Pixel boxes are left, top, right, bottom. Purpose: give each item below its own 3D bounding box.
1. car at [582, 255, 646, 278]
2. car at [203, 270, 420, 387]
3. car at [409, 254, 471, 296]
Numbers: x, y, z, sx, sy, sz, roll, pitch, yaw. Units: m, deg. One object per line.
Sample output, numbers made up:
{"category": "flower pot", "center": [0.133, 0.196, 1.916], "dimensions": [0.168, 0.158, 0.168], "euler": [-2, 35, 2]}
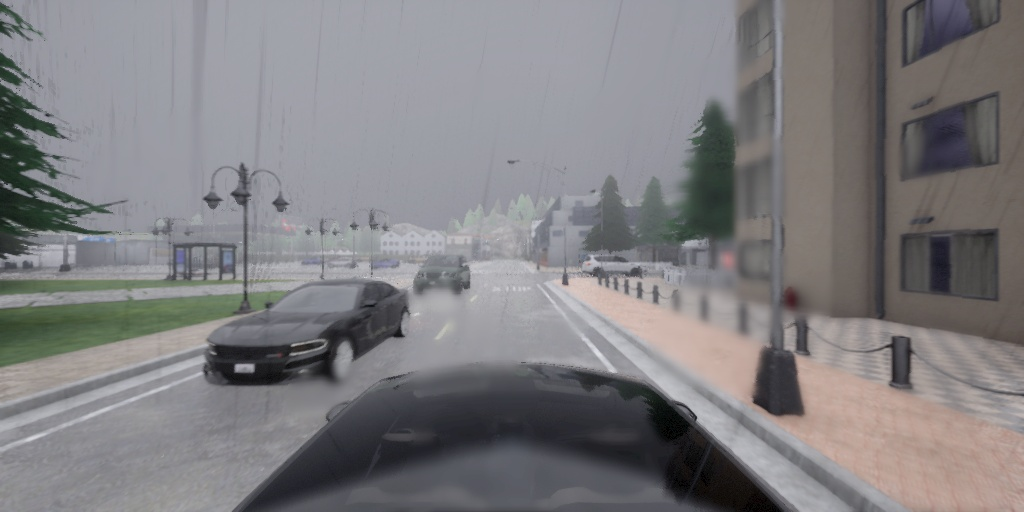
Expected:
{"category": "car", "center": [9.239, 0.912, 32.635], "dimensions": [5.566, 2.045, 2.150], "euler": [0, 0, 0]}
{"category": "car", "center": [-3.535, 1.214, 7.274], "dimensions": [1.882, 1.535, 5.008], "euler": [0, 0, 1]}
{"category": "car", "center": [-3.525, 0.930, 19.278], "dimensions": [2.150, 2.045, 5.566], "euler": [0, 0, 1]}
